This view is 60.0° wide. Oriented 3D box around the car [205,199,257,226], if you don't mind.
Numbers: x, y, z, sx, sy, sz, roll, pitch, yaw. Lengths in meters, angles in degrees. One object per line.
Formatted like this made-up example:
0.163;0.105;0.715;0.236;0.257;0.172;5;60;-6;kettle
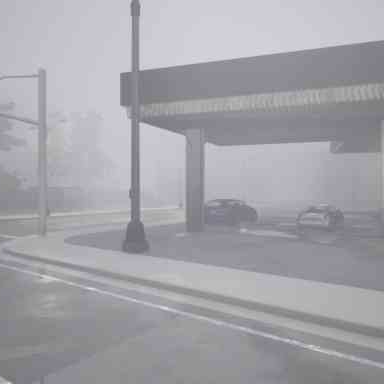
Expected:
2.648;1.295;22.587;2.242;1.667;4.611;0;0;37;car

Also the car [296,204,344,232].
7.722;1.456;19.787;1.970;1.475;3.806;0;0;37;car
